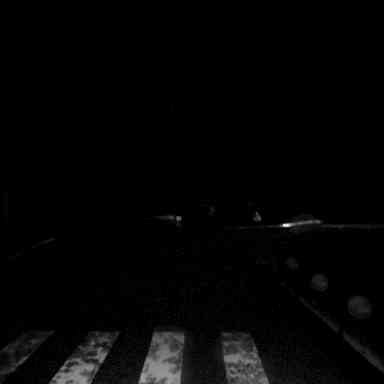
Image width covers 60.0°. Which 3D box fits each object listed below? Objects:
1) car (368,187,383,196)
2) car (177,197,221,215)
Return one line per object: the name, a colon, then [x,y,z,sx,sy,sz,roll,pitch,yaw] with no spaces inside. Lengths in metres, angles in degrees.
car: [21.504,-0.313,35.545,4.718,1.301,1.895,-4,0,-1]
car: [0.714,1.170,29.210,1.812,1.442,4.674,0,3,43]
